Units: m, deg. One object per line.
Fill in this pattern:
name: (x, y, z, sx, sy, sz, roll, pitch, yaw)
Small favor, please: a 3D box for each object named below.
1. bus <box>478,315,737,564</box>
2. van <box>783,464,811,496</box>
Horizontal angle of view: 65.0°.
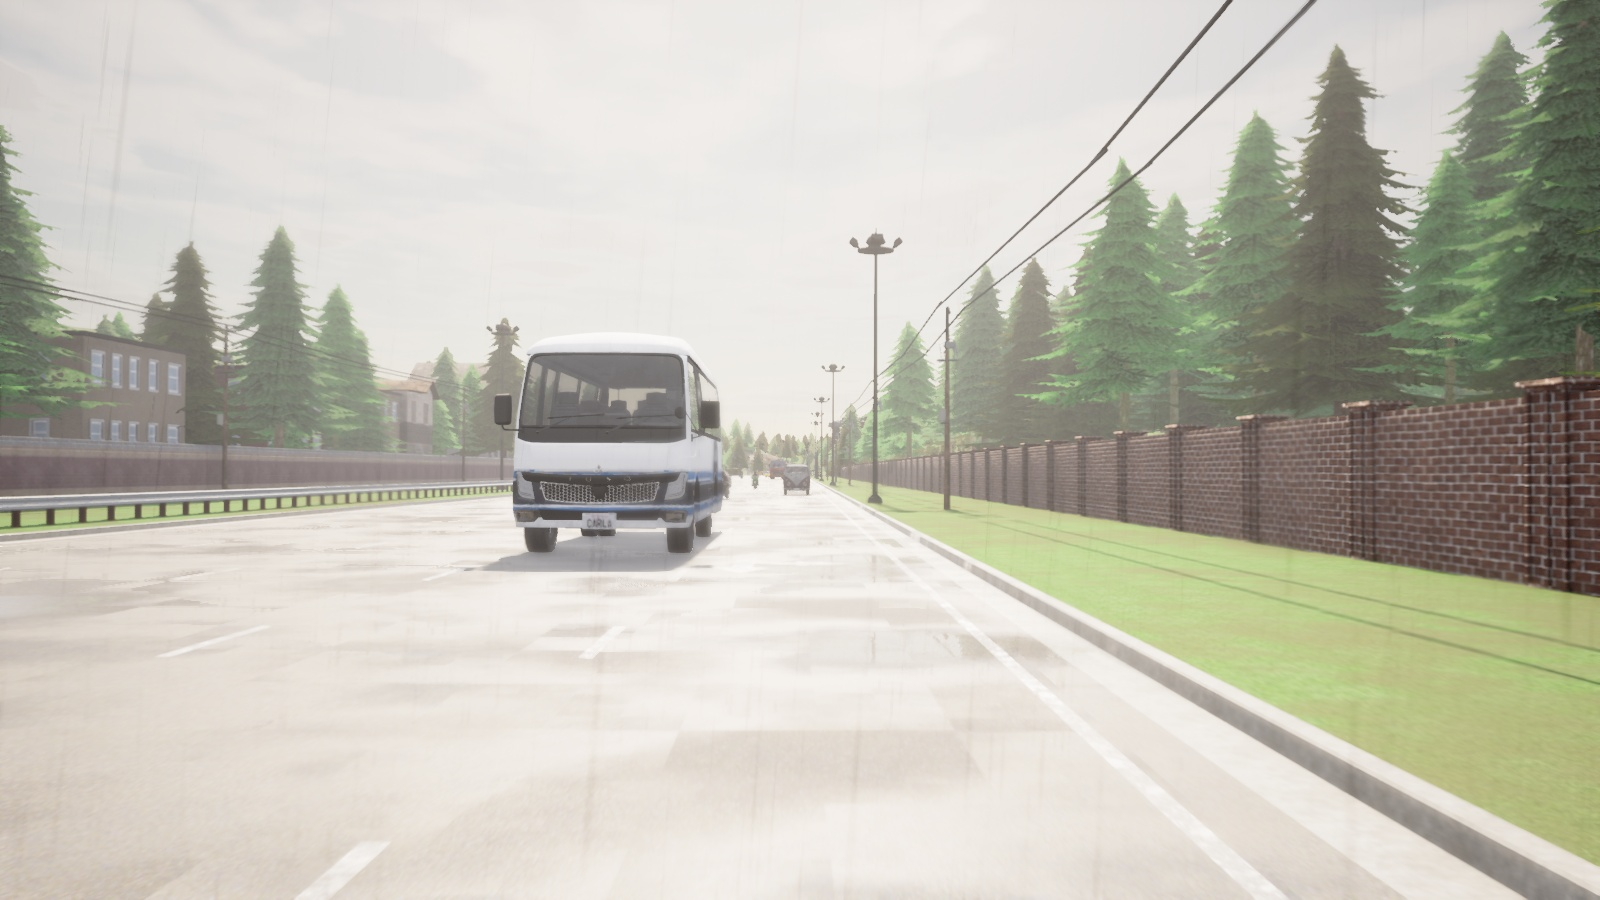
bus: (-3.569, -0.100, 26.716, 3.944, 4.253, 10.273, 0, -1, 0)
van: (-0.197, 1.938, 81.820, 1.775, 1.987, 4.442, 0, -1, 0)
